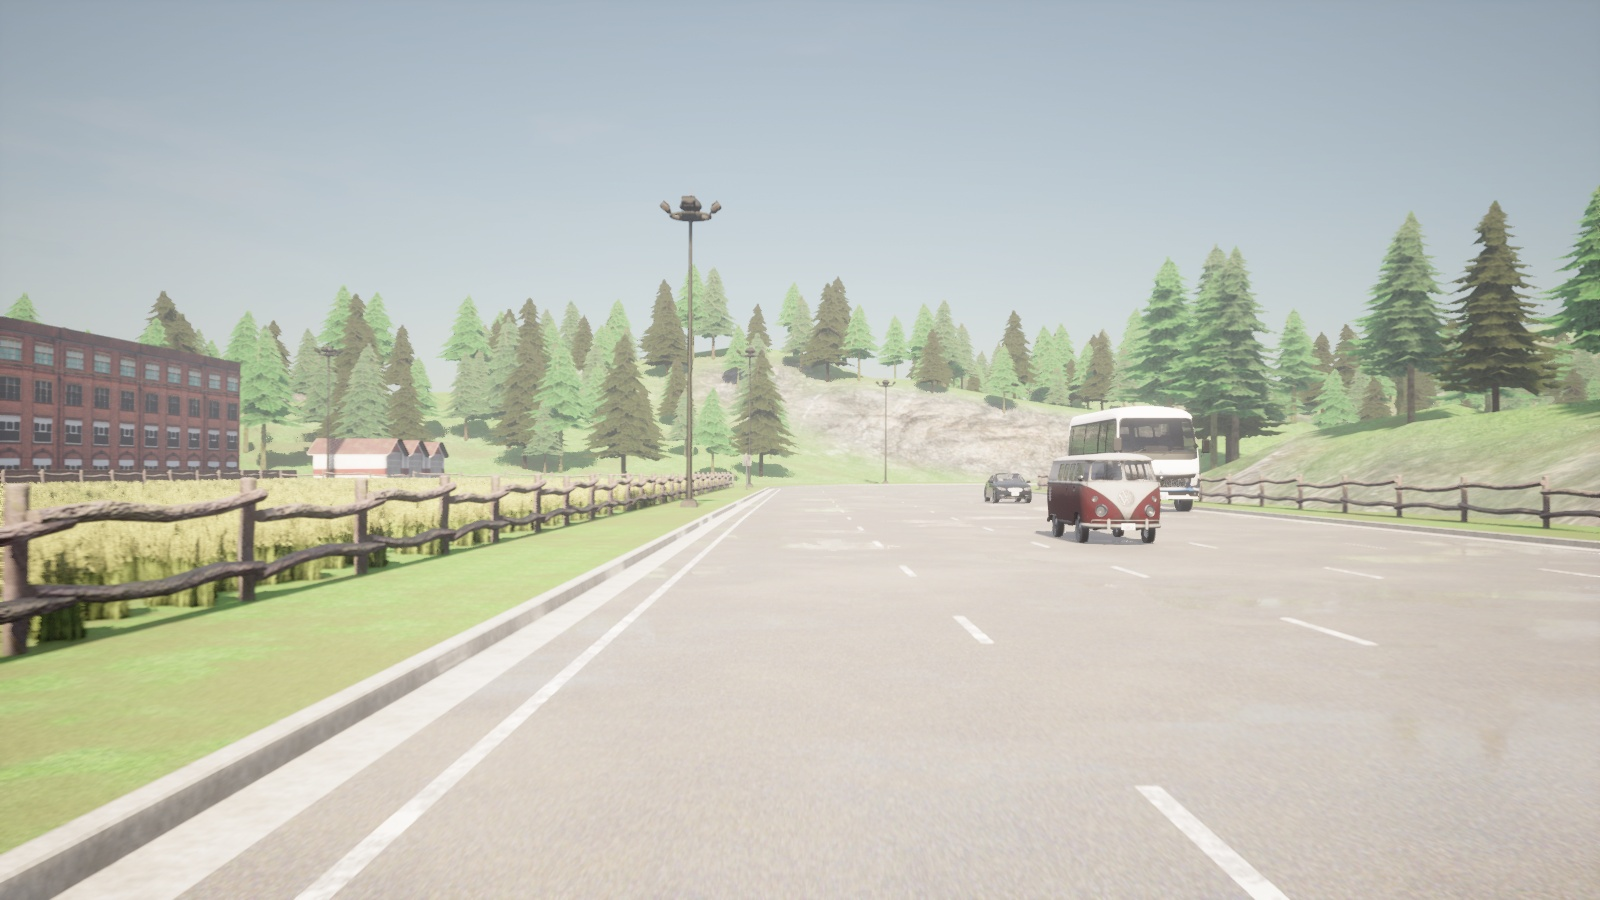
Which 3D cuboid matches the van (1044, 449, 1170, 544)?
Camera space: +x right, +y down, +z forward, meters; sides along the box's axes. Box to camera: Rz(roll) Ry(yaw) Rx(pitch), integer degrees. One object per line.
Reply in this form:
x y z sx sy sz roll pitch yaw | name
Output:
6.929 1.022 28.817 1.775 1.987 4.442 0 -1 0 | van

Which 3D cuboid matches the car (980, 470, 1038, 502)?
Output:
10.445 1.787 63.194 2.128 1.511 4.902 0 -1 0 | car

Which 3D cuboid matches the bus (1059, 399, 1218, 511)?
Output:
13.921 0.268 52.873 3.944 4.253 10.273 0 -1 0 | bus
